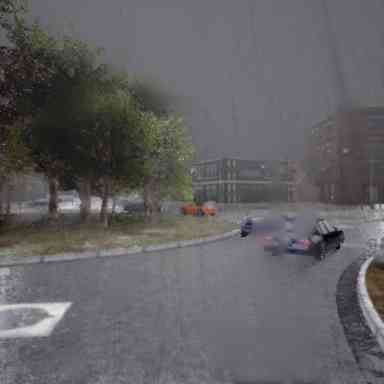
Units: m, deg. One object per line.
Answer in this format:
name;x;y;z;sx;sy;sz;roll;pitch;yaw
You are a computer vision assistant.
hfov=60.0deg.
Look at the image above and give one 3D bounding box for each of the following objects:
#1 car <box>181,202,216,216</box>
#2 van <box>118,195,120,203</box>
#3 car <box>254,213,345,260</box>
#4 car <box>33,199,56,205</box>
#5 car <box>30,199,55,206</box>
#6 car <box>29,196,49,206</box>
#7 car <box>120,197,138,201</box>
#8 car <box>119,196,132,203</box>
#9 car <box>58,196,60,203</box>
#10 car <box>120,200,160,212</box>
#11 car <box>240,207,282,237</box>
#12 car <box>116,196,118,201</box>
car;0.658;1.942;39.983;2.097;1.767;4.553;1;-1;-41
van;-16.028;2.283;85.551;4.442;1.987;1.878;0;0;-16
car;4.653;1.739;13.342;2.033;1.411;5.357;0;-1;35
car;-35.056;2.401;79.183;4.674;1.452;2.002;0;0;-16
car;-34.318;2.351;76.528;5.008;1.535;2.097;0;0;-16
car;-33.535;2.210;73.879;4.553;1.767;2.185;0;0;-16
car;-13.695;2.490;77.539;4.792;1.488;2.163;0;-1;-16
car;-15.102;2.370;82.790;4.553;1.767;2.185;0;0;-16
car;-35.773;2.246;81.847;4.553;1.767;2.185;0;0;-16
car;-7.302;2.248;48.488;5.357;1.411;2.033;0;-1;19
car;4.401;1.637;19.466;2.097;1.767;4.553;0;-1;25
car;-18.172;2.520;93.611;5.008;1.535;2.097;0;0;-16
